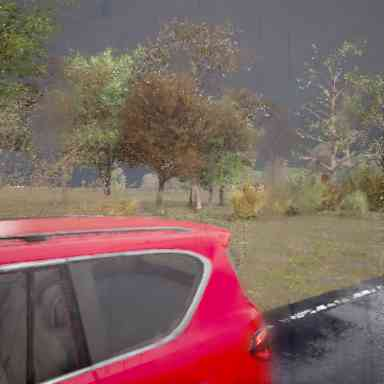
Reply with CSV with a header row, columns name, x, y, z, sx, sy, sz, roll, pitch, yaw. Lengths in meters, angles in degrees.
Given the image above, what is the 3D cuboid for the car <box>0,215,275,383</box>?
name,x,y,z,sx,sy,sz,roll,pitch,yaw
car,-1.988,1.224,1.638,5.566,2.045,2.150,0,0,-35
